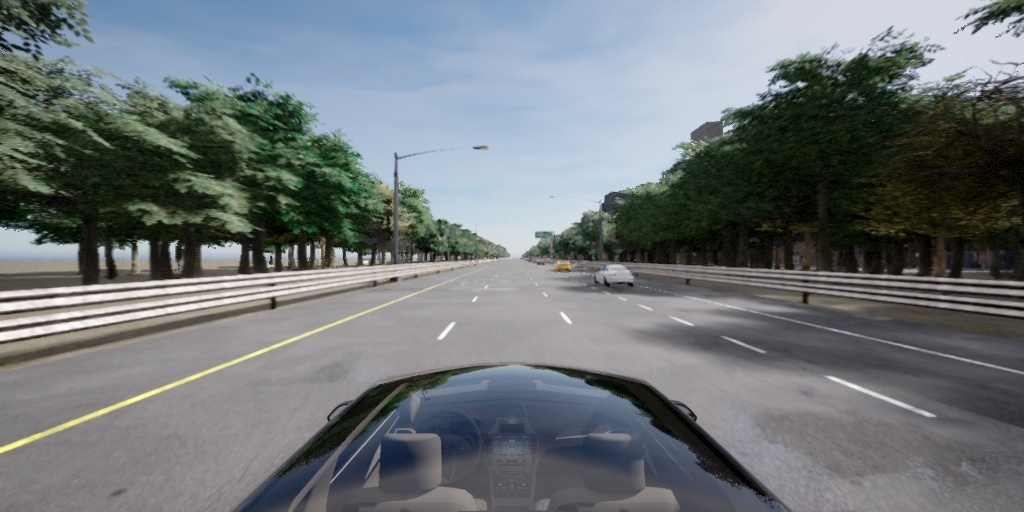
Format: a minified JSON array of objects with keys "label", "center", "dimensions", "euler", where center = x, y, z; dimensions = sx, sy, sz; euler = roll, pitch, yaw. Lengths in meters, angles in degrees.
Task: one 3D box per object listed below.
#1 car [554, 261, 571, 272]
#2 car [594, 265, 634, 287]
[{"label":"car","center":[7.122,1.413,51.013],"dimensions":[1.882,1.535,5.008],"euler":[0,0,0]},{"label":"car","center":[7.024,1.345,24.975],"dimensions":[1.812,1.442,4.674],"euler":[0,0,0]}]
